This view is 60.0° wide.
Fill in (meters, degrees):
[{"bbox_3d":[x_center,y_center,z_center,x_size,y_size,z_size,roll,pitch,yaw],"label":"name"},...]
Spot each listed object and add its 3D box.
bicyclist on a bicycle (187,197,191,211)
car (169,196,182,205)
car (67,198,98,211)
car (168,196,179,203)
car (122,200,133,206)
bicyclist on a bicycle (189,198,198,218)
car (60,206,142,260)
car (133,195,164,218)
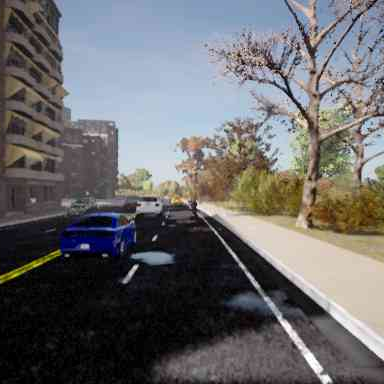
[{"bbox_3d":[-0.260,1.458,38.858,0.659,1.776,1.843,0,0,-3],"label":"bicyclist on a bicycle"},{"bbox_3d":[-2.802,1.612,61.719,1.882,1.535,5.008,0,0,-4],"label":"car"},{"bbox_3d":[-10.699,1.438,32.887,2.097,1.767,4.553,0,0,-3],"label":"car"},{"bbox_3d":[-4.280,1.685,76.132,2.128,1.511,4.902,0,0,-7],"label":"car"},{"bbox_3d":[-8.088,1.709,44.335,1.895,1.301,4.718,0,0,-4],"label":"car"},{"bbox_3d":[0.238,1.518,28.925,0.582,1.620,1.656,0,0,-2],"label":"bicyclist on a bicycle"},{"bbox_3d":[-3.301,1.510,12.587,1.882,1.535,5.008,0,0,-1],"label":"car"},{"bbox_3d":[-3.917,1.296,31.307,2.150,2.045,5.566,0,0,-3],"label":"car"}]
